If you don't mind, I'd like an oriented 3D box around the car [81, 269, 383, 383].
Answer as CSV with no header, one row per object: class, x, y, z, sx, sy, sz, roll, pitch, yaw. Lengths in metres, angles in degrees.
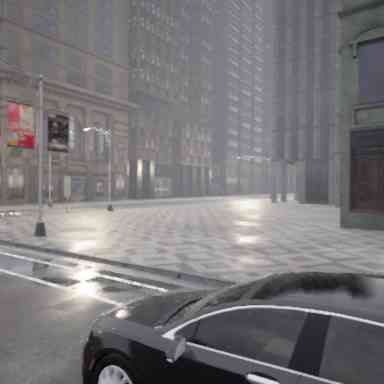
car,1.027,1.499,2.946,4.892,1.490,1.837,0,0,36
